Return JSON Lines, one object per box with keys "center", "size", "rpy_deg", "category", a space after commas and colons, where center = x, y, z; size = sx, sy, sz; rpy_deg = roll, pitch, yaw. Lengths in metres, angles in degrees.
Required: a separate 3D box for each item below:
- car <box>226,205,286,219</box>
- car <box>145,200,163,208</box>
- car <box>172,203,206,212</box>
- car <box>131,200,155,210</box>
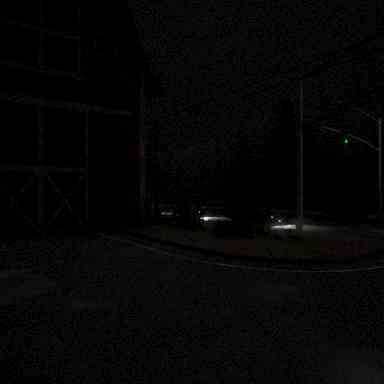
{"center": [4.823, 1.721, 26.183], "size": [2.033, 1.411, 5.357], "rpy_deg": [0, 0, -34], "category": "car"}
{"center": [-5.385, 1.867, 41.056], "size": [1.895, 1.301, 4.718], "rpy_deg": [0, 0, -34], "category": "car"}
{"center": [-0.399, 1.785, 33.793], "size": [1.994, 1.385, 4.181], "rpy_deg": [0, 0, -34], "category": "car"}
{"center": [-7.472, 1.886, 50.625], "size": [1.994, 1.385, 4.181], "rpy_deg": [0, 0, -34], "category": "car"}
